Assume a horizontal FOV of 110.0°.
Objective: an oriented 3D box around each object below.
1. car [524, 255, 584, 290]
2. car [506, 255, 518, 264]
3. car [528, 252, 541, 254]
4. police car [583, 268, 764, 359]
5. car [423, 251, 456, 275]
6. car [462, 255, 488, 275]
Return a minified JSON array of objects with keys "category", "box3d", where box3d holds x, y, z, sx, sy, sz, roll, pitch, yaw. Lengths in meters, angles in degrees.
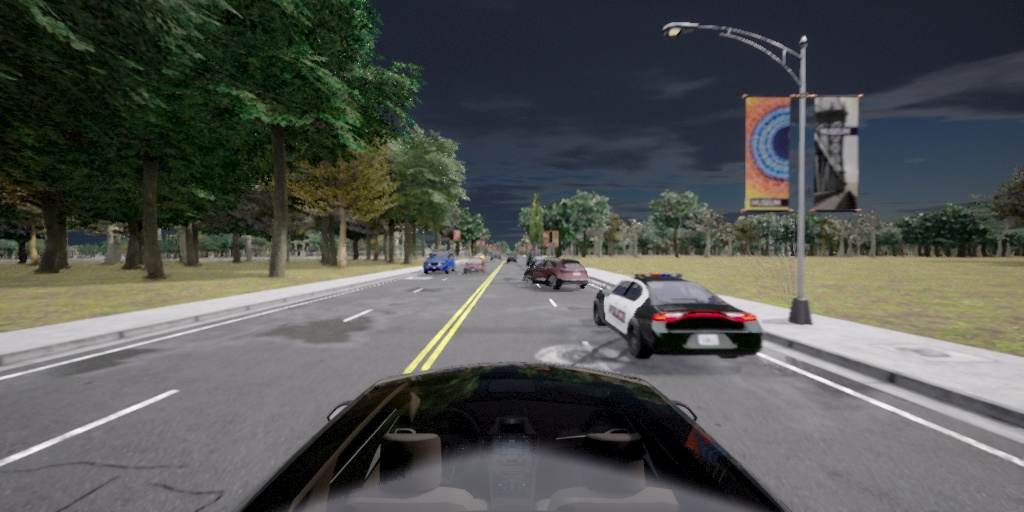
[{"category":"car","box3d":[2.446,0.957,20.580,2.033,1.649,4.856,0,1,-23]},{"category":"car","box3d":[-0.031,0.552,62.416,1.837,1.490,4.892,0,1,0]},{"category":"car","box3d":[3.223,0.378,52.356,2.150,2.045,5.566,0,1,0]},{"category":"police car","box3d":[3.247,1.177,8.332,2.038,1.542,4.974,0,1,0]},{"category":"car","box3d":[-6.612,0.596,33.260,2.150,2.045,5.566,0,1,0]},{"category":"car","box3d":[-3.361,0.902,33.276,1.812,1.442,4.674,0,1,0]}]
